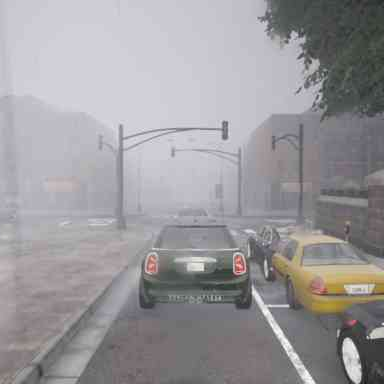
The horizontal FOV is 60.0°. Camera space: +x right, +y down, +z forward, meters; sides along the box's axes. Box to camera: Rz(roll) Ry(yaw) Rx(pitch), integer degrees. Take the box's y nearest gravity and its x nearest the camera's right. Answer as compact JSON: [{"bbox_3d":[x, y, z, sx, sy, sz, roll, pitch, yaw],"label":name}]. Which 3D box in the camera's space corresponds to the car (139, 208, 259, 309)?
[{"bbox_3d":[0.080,1.350,8.030,2.097,1.767,4.553,0,0,0],"label":"car"}]

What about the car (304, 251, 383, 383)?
[{"bbox_3d":[2.626,1.550,2.486,2.008,1.369,4.403,-1,0,0],"label":"car"}]

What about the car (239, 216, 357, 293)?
[{"bbox_3d":[2.668,1.548,9.622,2.008,1.369,4.403,-1,0,0],"label":"car"}]

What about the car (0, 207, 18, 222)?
[{"bbox_3d":[-14.718,1.426,23.129,4.892,1.490,1.837,1,1,0],"label":"car"}]

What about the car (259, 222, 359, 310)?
[{"bbox_3d":[2.688,1.523,7.648,1.752,1.417,4.829,-1,0,0],"label":"car"}]

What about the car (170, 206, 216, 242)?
[{"bbox_3d":[0.042,1.555,17.464,2.033,1.411,5.357,0,0,0],"label":"car"}]
